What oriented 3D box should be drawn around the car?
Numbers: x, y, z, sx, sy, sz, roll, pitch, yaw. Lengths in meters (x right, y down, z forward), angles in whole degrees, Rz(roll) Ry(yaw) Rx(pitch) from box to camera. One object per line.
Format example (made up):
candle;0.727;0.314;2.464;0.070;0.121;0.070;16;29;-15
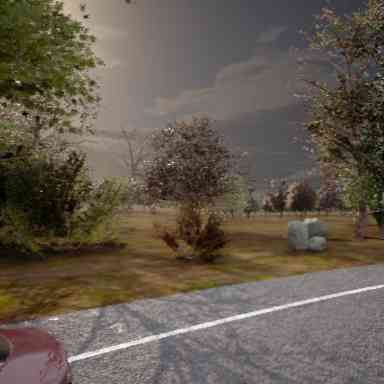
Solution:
car;-2.858;1.497;1.392;4.674;1.442;1.812;0;0;-35
